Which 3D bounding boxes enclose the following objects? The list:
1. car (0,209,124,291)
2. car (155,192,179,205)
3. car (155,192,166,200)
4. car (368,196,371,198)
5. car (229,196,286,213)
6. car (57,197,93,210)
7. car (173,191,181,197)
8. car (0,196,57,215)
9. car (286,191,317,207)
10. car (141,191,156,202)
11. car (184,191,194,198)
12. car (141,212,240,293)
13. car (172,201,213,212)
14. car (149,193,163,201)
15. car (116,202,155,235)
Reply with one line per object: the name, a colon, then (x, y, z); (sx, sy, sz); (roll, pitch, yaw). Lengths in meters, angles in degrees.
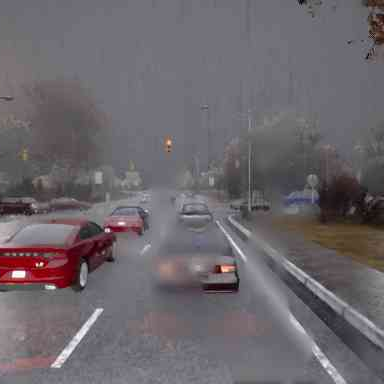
car: (-3.393, 1.445, 8.993); (1.882, 1.535, 5.008); (0, 0, 0)
car: (-3.595, 1.110, 49.513); (2.128, 1.511, 4.902); (0, 1, 4)
car: (-7.086, 0.871, 75.797); (2.128, 1.511, 4.902); (0, 1, -1)
car: (24.086, 1.216, 43.767); (5.357, 1.411, 2.033); (0, 1, -3)
car: (6.058, 1.262, 32.040); (4.902, 1.511, 2.128); (0, 1, -3)
car: (-12.741, 1.275, 34.489); (4.674, 1.442, 1.812); (0, 1, -3)
car: (-3.950, 0.786, 86.094); (1.895, 1.301, 4.718); (0, 1, -4)
car: (-14.609, 1.149, 29.021); (4.553, 1.767, 2.097); (0, 1, 20)
car: (13.785, 0.895, 43.189); (5.566, 2.045, 2.150); (0, 1, -4)
car: (-7.066, 0.790, 55.237); (2.150, 2.045, 5.566); (0, 1, 0)
car: (-0.449, 0.714, 86.177); (2.128, 1.511, 4.902); (0, 1, -4)
car: (0.104, 1.515, 8.919); (2.033, 1.411, 5.357); (0, 0, 0)
car: (0.138, 1.380, 18.611); (2.128, 1.511, 4.902); (0, 0, -1)
car: (-7.021, 0.962, 65.409); (2.128, 1.511, 4.902); (0, 1, 0)
car: (-3.390, 1.458, 17.980); (1.994, 1.385, 4.181); (0, 1, 0)
